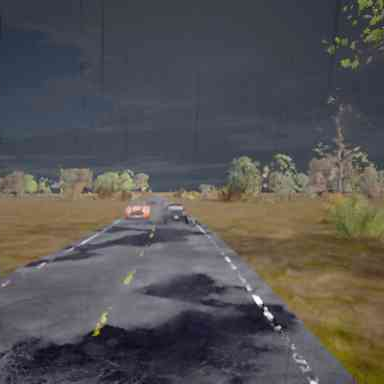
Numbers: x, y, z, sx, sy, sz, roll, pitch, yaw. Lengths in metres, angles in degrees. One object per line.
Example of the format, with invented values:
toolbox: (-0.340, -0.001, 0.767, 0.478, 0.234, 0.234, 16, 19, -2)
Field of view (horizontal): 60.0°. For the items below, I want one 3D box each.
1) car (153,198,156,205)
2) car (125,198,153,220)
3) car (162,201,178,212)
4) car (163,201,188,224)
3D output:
car: (-8.420, 1.917, 68.825, 1.994, 1.385, 4.181, 0, 0, -5)
car: (-4.868, 1.514, 30.207, 2.097, 1.767, 4.553, 0, 0, -5)
car: (-2.899, 1.825, 43.350, 1.895, 1.301, 4.718, 0, 0, -5)
car: (-1.329, 1.661, 26.385, 1.812, 1.442, 4.674, 0, 0, -5)
